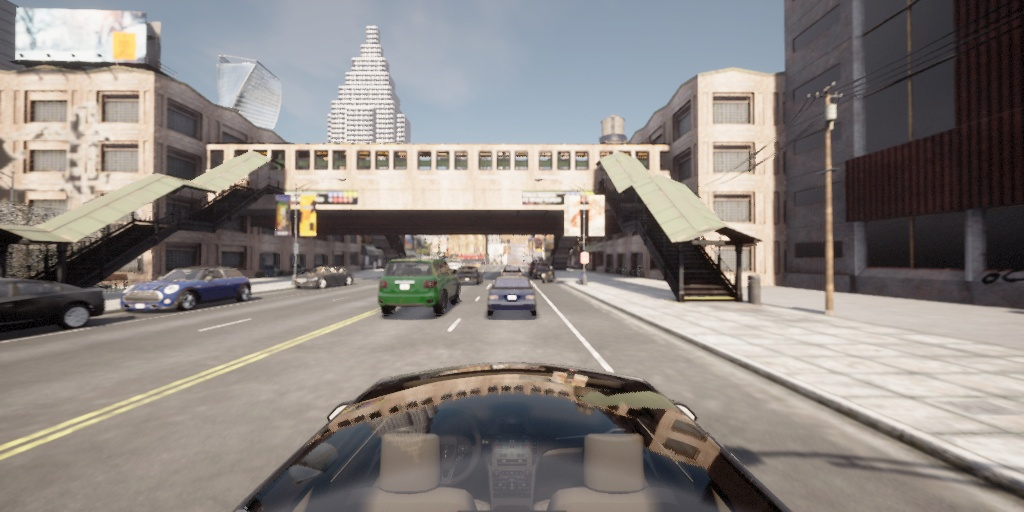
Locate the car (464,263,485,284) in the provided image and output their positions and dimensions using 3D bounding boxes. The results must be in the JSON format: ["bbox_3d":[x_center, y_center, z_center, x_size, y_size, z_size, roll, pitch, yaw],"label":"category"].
[{"bbox_3d":[-3.468,1.575,30.334,1.837,1.490,4.892,0,0,1],"label":"car"}]

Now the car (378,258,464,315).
[{"bbox_3d":[-3.492,1.116,14.396,2.150,2.045,5.566,0,0,0],"label":"car"}]

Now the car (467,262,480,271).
[{"bbox_3d":[-6.915,1.930,64.935,1.882,1.535,5.008,0,-1,1],"label":"car"}]

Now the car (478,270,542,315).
[{"bbox_3d":[0.008,1.438,14.343,2.033,1.411,5.357,0,-1,0],"label":"car"}]

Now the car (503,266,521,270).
[{"bbox_3d":[0.032,1.561,30.328,2.128,1.511,4.902,0,0,1],"label":"car"}]
